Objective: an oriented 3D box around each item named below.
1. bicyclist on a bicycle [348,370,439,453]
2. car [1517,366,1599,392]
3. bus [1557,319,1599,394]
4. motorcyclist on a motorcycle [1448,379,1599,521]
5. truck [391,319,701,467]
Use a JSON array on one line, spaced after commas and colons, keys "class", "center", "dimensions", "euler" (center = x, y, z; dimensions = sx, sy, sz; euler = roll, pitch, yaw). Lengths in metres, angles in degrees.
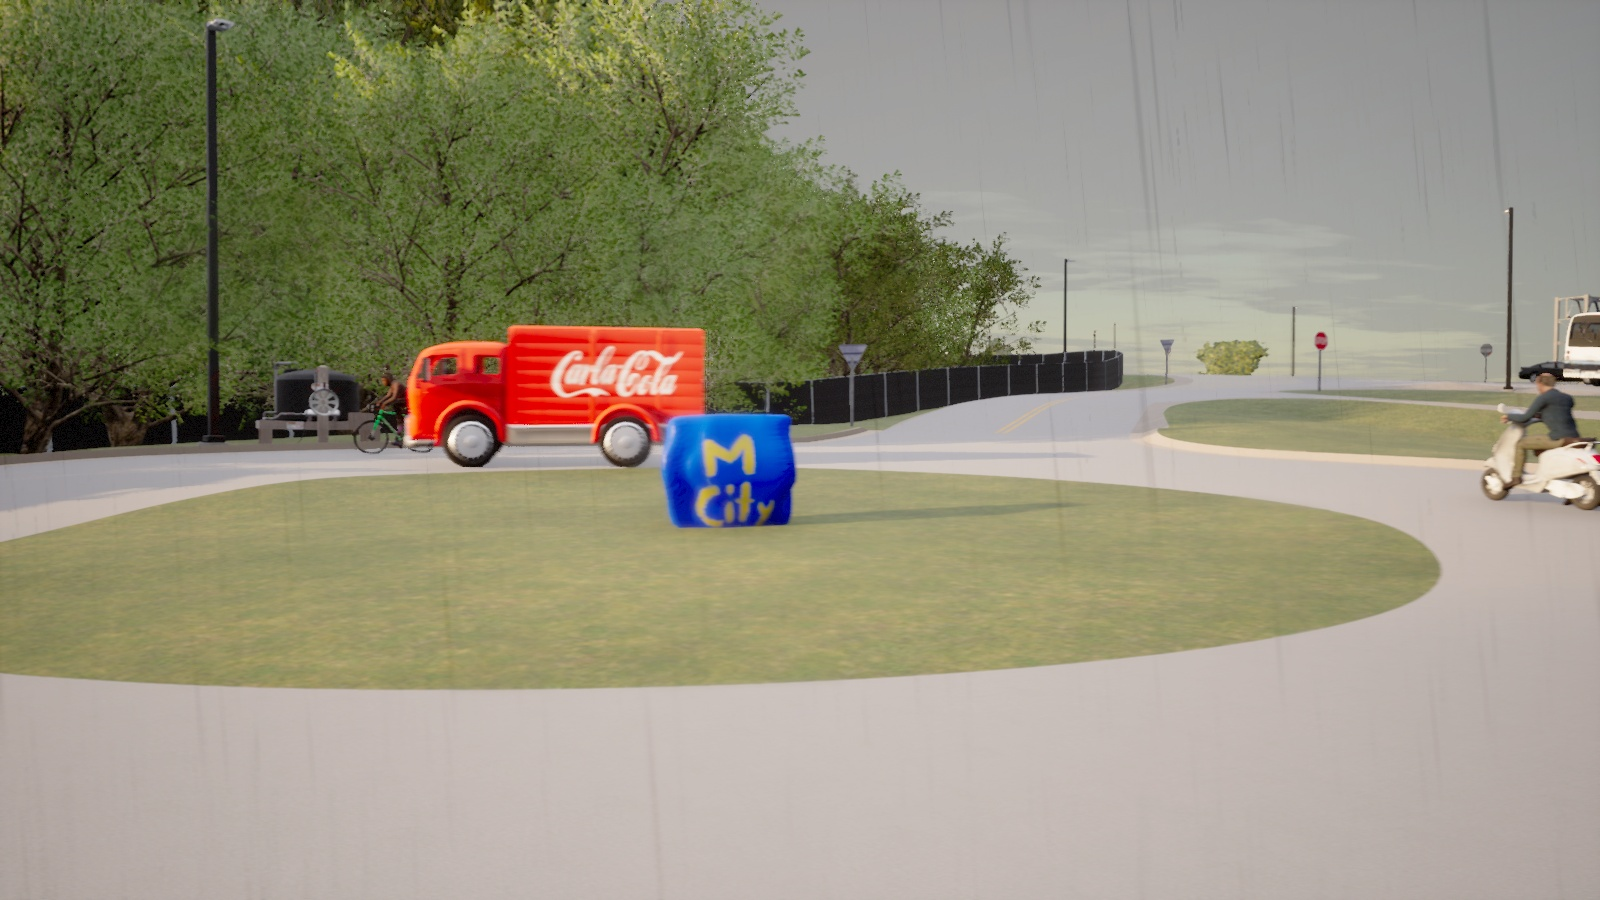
[{"class": "bicyclist on a bicycle", "center": [-8.147, -0.776, 25.184], "dimensions": [1.656, 1.620, 0.582], "euler": [-1, 3, -29]}, {"class": "car", "center": [51.173, -4.787, 84.340], "dimensions": [5.008, 1.535, 1.882], "euler": [5, 4, 35]}, {"class": "bus", "center": [49.972, -5.385, 73.709], "dimensions": [10.273, 4.253, 3.944], "euler": [0, 6, -23]}, {"class": "motorcyclist on a motorcycle", "center": [8.835, -0.049, 15.044], "dimensions": [0.866, 1.590, 1.817], "euler": [-1, 3, -15]}, {"class": "truck", "center": [-4.522, -1.018, 22.851], "dimensions": [5.204, 2.467, 2.627], "euler": [0, 3, -9]}]
